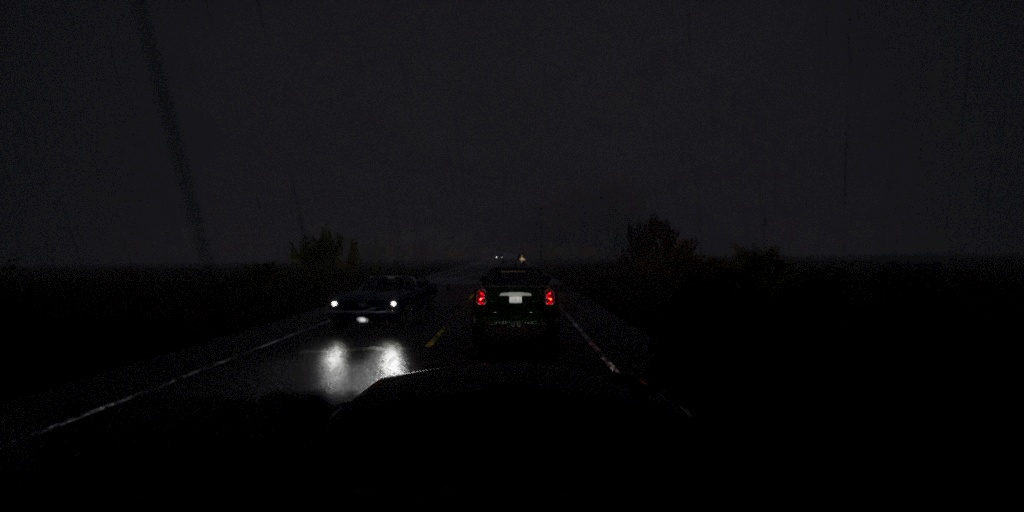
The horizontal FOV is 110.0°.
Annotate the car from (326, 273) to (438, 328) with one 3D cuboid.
[{"bbox_3d":[-3.622,1.211,10.898,1.895,1.301,4.718,0,1,0],"label":"car"}]

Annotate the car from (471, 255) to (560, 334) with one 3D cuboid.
[{"bbox_3d":[0.080,0.972,10.291,2.097,1.767,4.553,0,1,0],"label":"car"}]

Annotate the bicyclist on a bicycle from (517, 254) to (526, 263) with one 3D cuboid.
[{"bbox_3d":[0.903,0.717,32.721,0.866,1.612,1.509,0,1,0],"label":"bicyclist on a bicycle"}]
